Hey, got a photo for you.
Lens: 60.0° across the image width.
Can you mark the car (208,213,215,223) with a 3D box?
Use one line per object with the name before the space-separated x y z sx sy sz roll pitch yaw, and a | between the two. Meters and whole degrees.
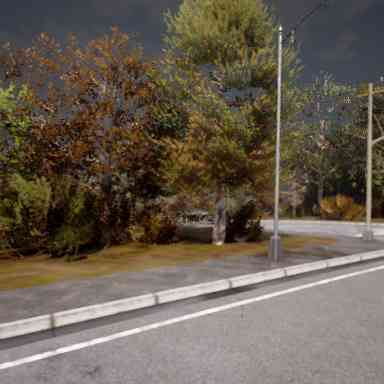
car | 1.050 2.802 37.643 1.882 1.535 5.008 3 -5 -42
